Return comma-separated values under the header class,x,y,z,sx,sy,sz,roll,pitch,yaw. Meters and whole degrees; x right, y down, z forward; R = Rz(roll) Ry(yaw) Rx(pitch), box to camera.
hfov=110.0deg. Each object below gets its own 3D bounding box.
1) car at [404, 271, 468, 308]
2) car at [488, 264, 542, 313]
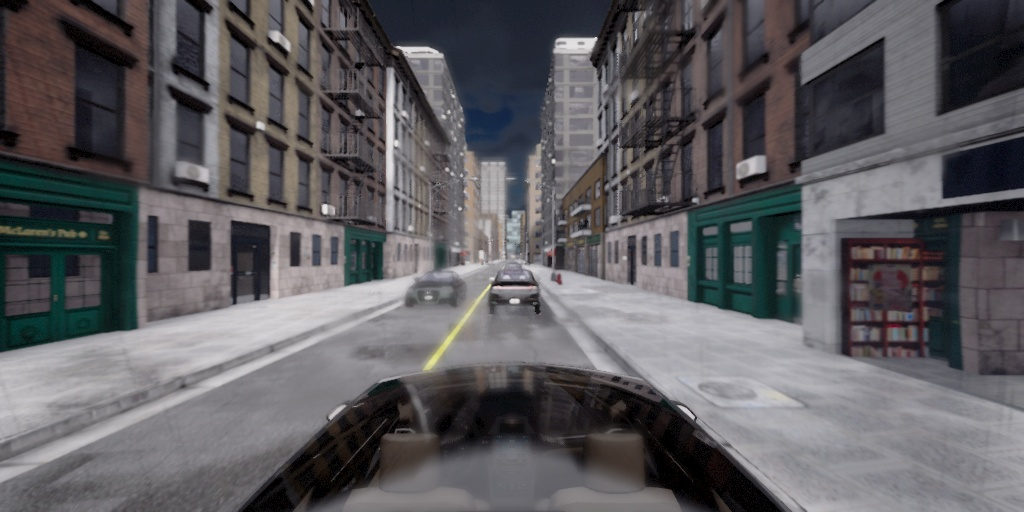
class,x,y,z,sx,sy,sz,roll,pitch,yaw
car,-3.034,1.323,15.043,1.994,1.385,4.181,0,0,0
car,0.102,1.249,14.013,2.128,1.511,4.902,0,0,0
